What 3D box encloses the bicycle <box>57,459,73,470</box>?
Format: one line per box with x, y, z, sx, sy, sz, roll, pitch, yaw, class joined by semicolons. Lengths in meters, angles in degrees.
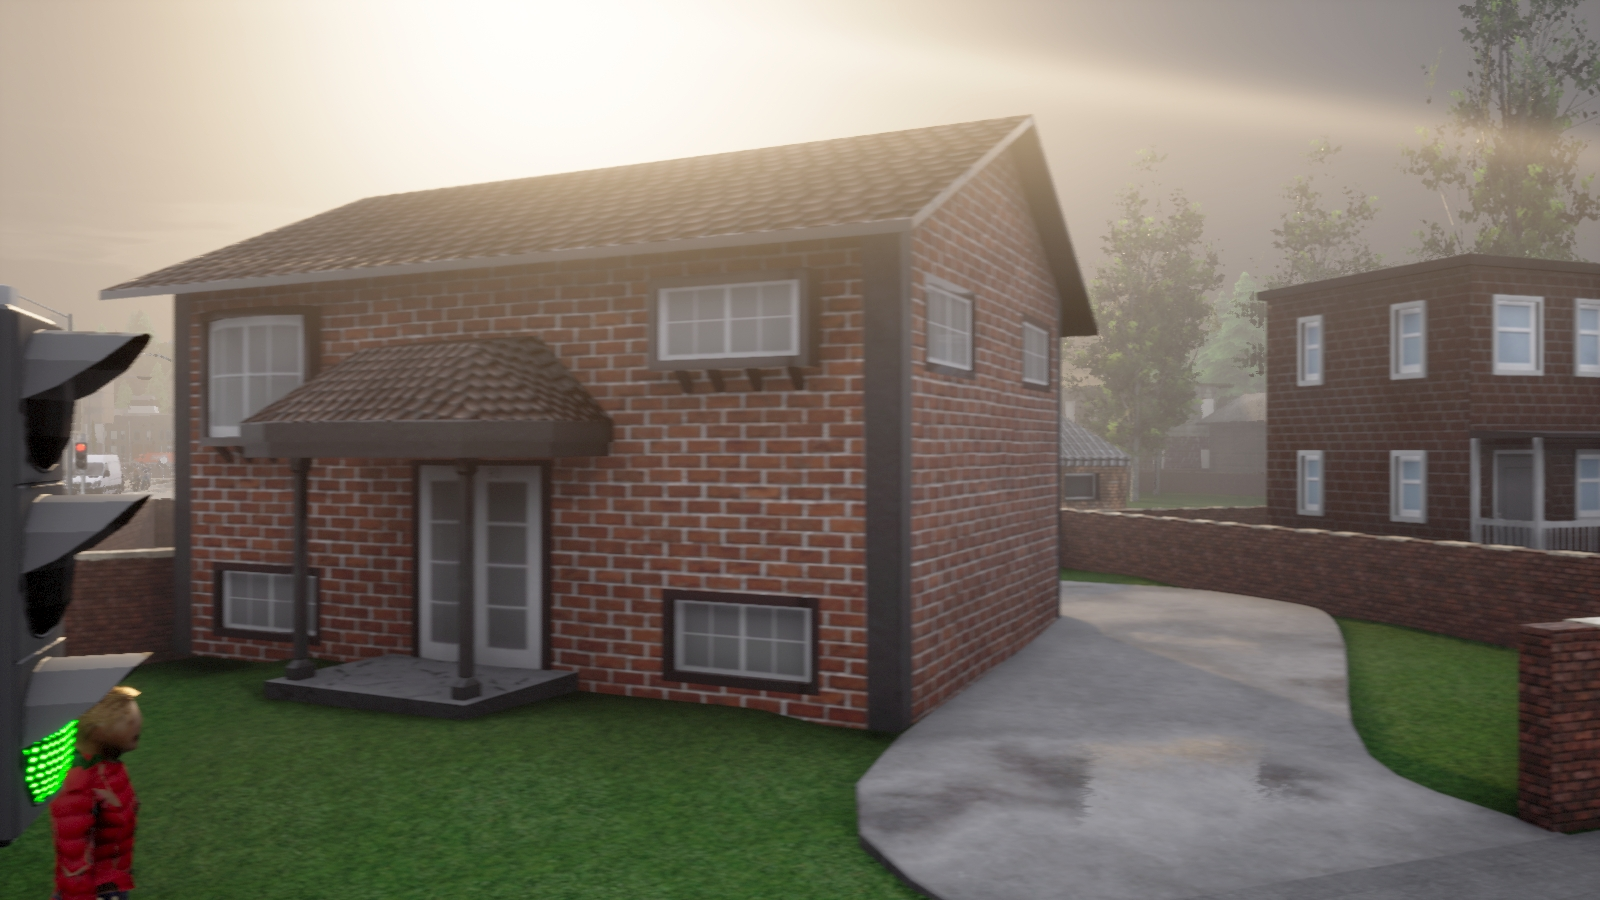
-101.640;2.057;158.029;1.835;1.471;0.329;0;0;-20;bicycle

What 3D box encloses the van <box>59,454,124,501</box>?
-40.649;1.534;65.667;1.988;2.561;5.915;0;0;-20;van

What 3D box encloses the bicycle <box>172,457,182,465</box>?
-120.487;2.053;220.806;1.643;1.496;0.373;0;0;-20;bicycle

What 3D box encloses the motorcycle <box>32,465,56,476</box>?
-80.060;2.184;121.018;2.033;1.199;0.803;0;0;-20;motorcycle
